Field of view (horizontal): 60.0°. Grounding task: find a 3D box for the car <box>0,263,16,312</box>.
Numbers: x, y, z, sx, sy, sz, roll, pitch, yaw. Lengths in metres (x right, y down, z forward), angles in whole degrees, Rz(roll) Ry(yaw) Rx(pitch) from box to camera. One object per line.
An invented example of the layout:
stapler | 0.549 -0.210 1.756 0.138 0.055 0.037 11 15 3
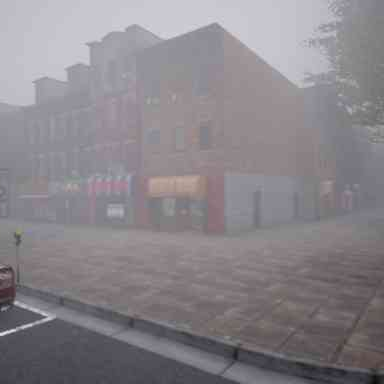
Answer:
car | -5.255 1.639 6.563 4.507 1.381 1.887 -1 -1 36
